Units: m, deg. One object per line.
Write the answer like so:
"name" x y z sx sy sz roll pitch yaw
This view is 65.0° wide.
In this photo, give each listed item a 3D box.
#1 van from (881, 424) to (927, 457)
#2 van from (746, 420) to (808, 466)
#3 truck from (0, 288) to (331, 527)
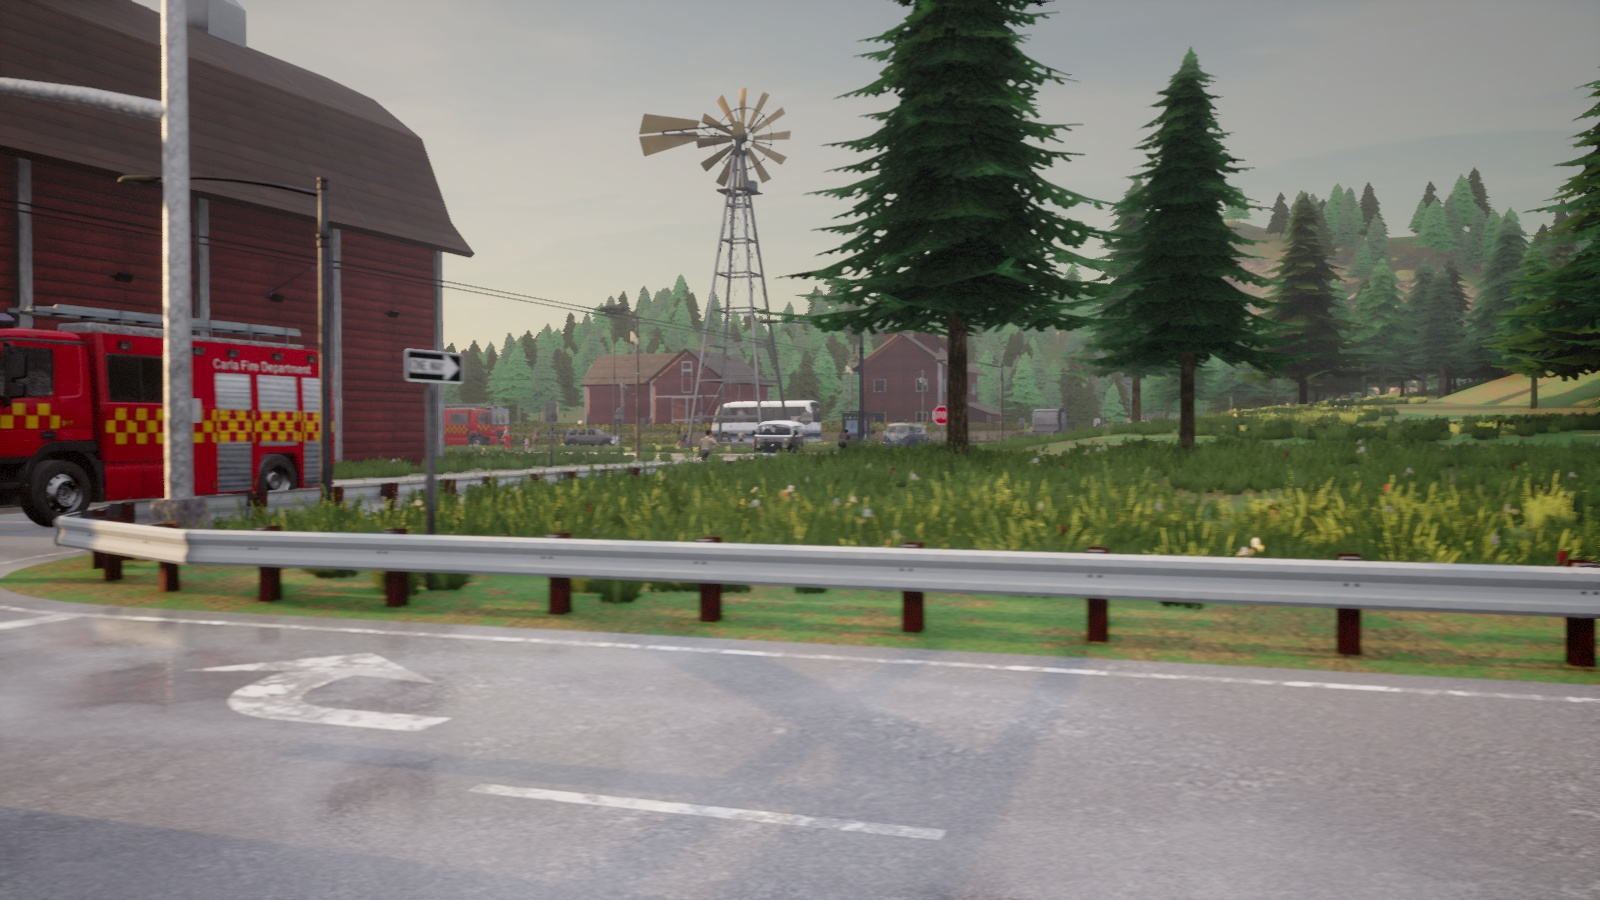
"van" 6.551 -0.631 78.782 1.775 1.987 4.442 1 1 20
"van" -1.014 -0.357 58.070 2.069 2.038 4.480 1 1 9
"truck" -13.028 -0.743 23.896 2.891 3.827 8.468 1 1 20
